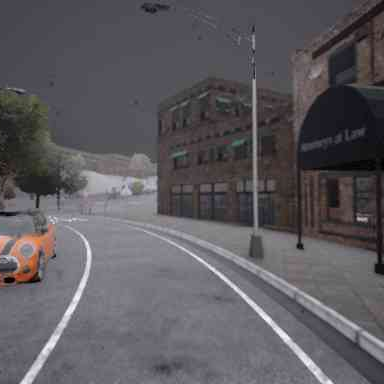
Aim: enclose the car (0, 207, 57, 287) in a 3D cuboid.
[{"bbox_3d":[-5.111,1.356,9.324,2.097,1.767,4.553,0,0,-16],"label":"car"}]
